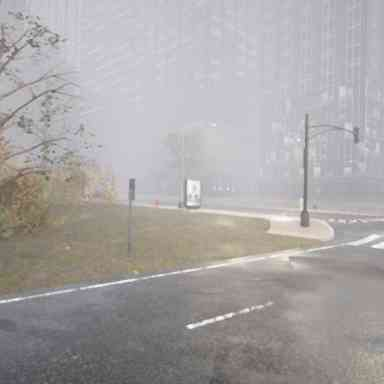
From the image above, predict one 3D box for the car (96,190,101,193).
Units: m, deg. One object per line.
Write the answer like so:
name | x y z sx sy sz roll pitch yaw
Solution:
car | -14.871 0.495 55.442 1.837 1.490 4.892 3 -1 -42
